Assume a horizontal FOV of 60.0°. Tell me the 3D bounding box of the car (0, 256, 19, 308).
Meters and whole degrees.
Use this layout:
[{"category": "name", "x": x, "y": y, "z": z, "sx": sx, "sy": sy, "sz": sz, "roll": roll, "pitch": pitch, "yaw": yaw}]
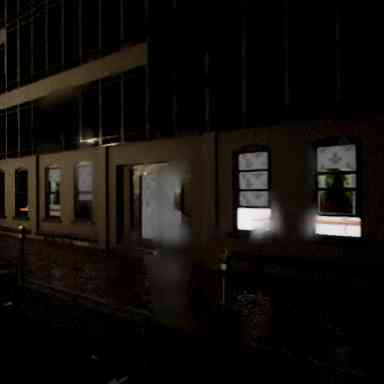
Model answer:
[{"category": "car", "x": -5.227, "y": 1.545, "z": 6.621, "sx": 4.507, "sy": 1.381, "sz": 1.887, "roll": 0, "pitch": 0, "yaw": 36}]
